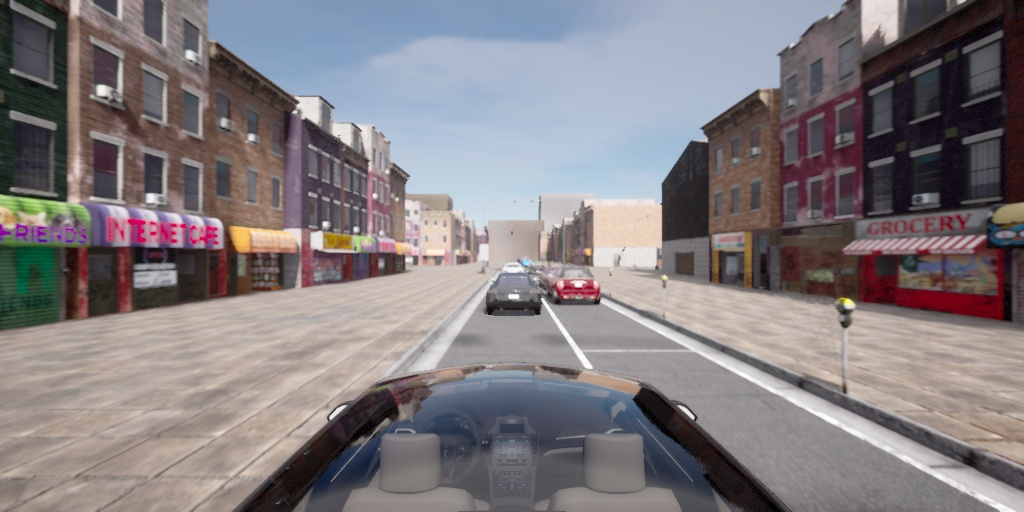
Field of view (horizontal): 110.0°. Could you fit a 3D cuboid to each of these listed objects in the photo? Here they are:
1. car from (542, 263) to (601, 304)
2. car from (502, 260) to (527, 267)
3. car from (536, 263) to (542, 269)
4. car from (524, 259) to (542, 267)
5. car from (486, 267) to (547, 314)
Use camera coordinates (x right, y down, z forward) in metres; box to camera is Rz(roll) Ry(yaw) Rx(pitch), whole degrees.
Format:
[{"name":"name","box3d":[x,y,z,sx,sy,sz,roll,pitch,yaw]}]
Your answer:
[{"name":"car","box3d":[2.639,1.174,16.148,1.967,1.591,4.097,0,0,0]},{"name":"car","box3d":[0.077,1.254,29.149,1.812,1.442,4.674,0,0,0]},{"name":"car","box3d":[2.639,1.311,21.828,1.802,1.307,4.207,0,0,0]},{"name":"car","box3d":[2.640,1.283,38.864,2.007,1.370,4.403,0,0,0]},{"name":"car","box3d":[0.072,1.300,13.787,1.994,1.385,4.181,0,0,0]}]
